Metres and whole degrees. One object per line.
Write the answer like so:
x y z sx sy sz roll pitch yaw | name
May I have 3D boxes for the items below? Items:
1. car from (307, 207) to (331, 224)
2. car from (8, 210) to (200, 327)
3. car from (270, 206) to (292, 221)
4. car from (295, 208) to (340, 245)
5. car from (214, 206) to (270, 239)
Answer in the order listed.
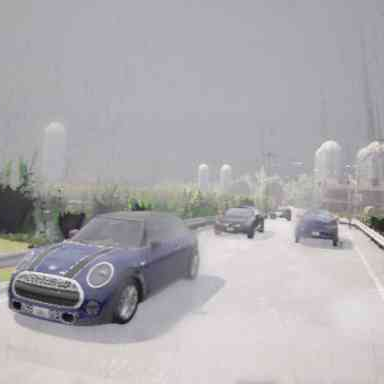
13.573 2.535 35.695 2.128 1.511 4.902 3 -4 20 | car
-1.448 1.244 7.128 2.097 1.767 4.553 3 1 22 | car
9.161 2.150 34.171 2.128 1.511 4.902 3 -3 21 | car
6.160 1.636 16.345 1.812 1.442 4.674 3 0 22 | car
2.619 1.467 17.410 1.812 1.442 4.674 3 0 22 | car
